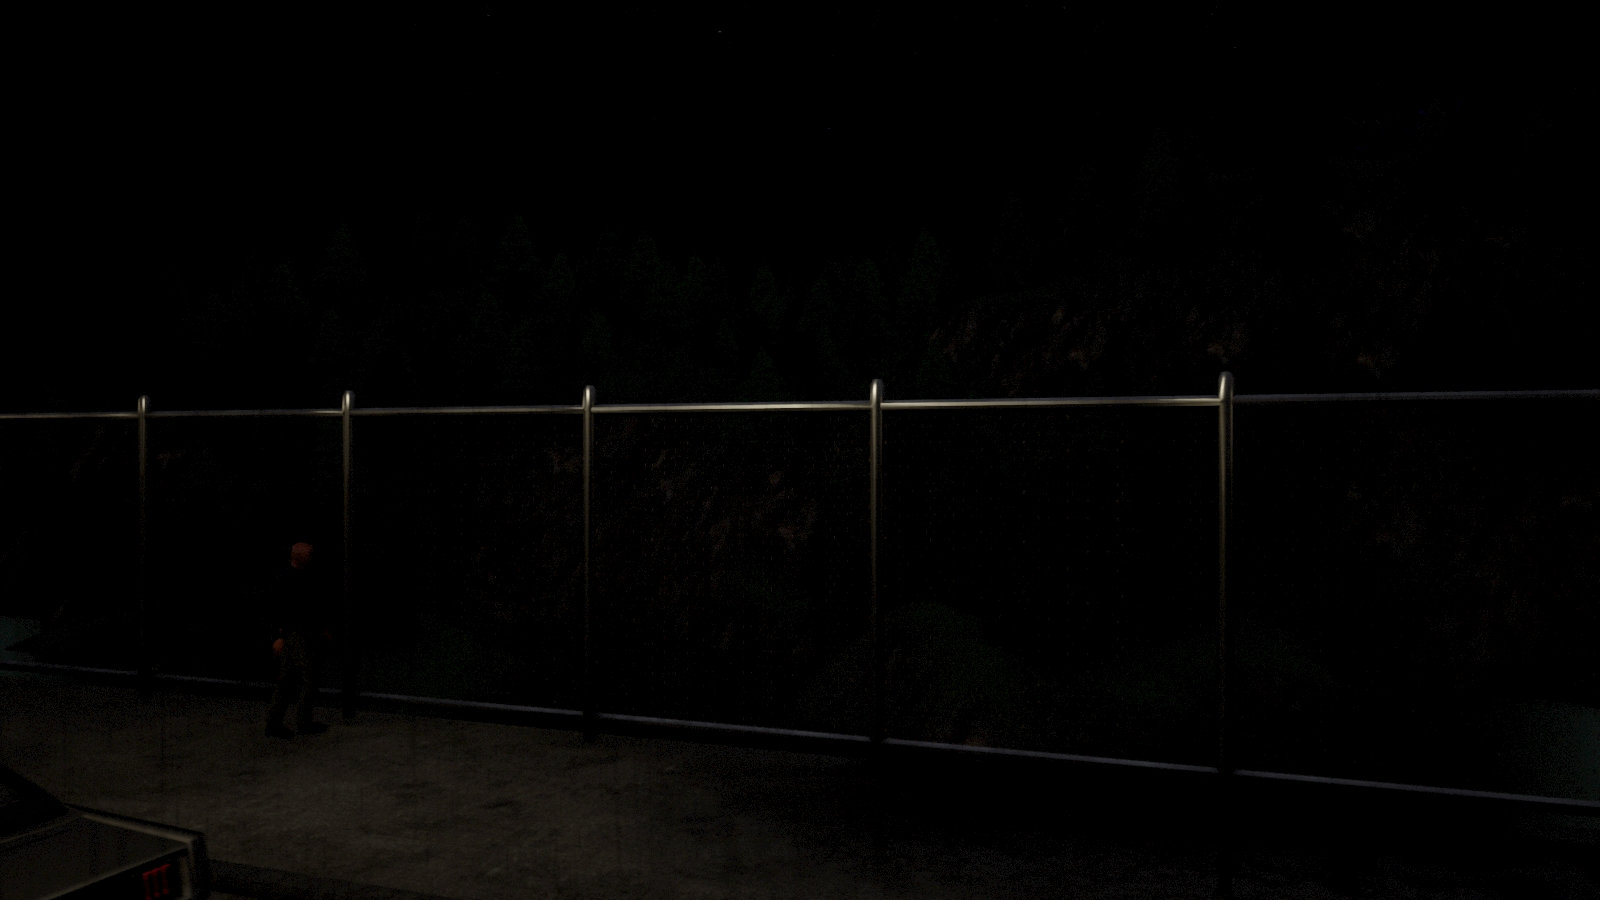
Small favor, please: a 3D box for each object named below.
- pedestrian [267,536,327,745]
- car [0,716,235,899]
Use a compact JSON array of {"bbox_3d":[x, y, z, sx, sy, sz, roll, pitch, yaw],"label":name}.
[{"bbox_3d":[-4.645,1.741,10.555,0.375,1.860,0.375,0,0,3],"label":"pedestrian"},{"bbox_3d":[-5.438,2.152,5.766,4.718,1.301,1.895,0,0,20],"label":"car"}]
